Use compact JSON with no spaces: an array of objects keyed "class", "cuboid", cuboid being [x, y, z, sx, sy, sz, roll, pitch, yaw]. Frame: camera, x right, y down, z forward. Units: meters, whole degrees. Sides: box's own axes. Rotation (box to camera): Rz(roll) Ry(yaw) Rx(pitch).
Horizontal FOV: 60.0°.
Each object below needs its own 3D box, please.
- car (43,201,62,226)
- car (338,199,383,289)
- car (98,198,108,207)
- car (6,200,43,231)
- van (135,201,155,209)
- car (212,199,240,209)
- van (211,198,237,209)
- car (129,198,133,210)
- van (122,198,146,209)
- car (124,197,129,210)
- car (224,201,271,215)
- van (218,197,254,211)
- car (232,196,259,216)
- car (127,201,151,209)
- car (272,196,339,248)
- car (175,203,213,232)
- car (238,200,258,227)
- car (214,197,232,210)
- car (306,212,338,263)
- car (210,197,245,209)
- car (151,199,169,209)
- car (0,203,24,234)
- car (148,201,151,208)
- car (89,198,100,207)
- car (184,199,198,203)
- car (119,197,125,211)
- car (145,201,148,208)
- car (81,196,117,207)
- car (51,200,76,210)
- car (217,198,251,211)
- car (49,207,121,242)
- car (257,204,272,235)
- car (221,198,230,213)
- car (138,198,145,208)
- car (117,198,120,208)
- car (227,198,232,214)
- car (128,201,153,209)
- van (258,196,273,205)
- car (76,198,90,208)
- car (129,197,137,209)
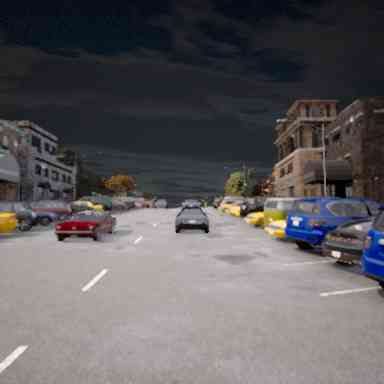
[{"class":"car","cuboid":[-11.533,1.592,22.489,4.674,1.452,2.002,-1,-1,-20]},{"class":"car","cuboid":[6.380,1.268,7.268,5.566,2.045,2.435,1,0,-20]},{"class":"car","cuboid":[-11.757,1.670,34.156,5.366,1.575,1.946,-1,0,-20]},{"class":"car","cuboid":[-11.481,1.411,19.557,4.553,1.767,2.185,-1,0,-20]},{"class":"van","cuboid":[-11.531,3.169,81.052,4.442,1.987,1.878,1,-4,-19]},{"class":"car","cuboid":[6.282,2.180,61.170,4.553,1.767,2.185,1,-2,-20]},{"class":"van","cuboid":[6.153,2.181,64.115,4.442,1.987,1.878,1,-3,-20]},{"class":"car","cuboid":[-11.570,1.987,48.900,4.792,1.488,2.163,0,-2,-20]},{"class":"van","cuboid":[-11.651,2.283,66.442,4.442,1.987,1.878,0,-2,-20]},{"class":"car","cuboid":[-11.570,1.761,45.961,4.553,1.767,2.185,0,-1,-20]},{"class":"car","cuboid":[6.195,1.756,37.206,4.792,1.488,2.163,1,-1,-20]},{"class":"van","cuboid":[6.108,1.667,46.157,4.442,1.987,1.878,1,-1,-20]},{"class":"car","cuboid":[6.295,1.336,25.267,5.566,2.045,2.435,1,-1,-20]},{"class":"car","cuboid":[-11.504,2.804,72.322,4.892,1.521,2.231,0,-3,-20]},{"class":"car","cuboid":[6.376,1.285,13.286,5.566,2.045,2.435,1,0,-20]},{"class":"car","cuboid":[0.001,1.628,20.568,1.994,1.385,4.181,0,0,0]},{"class":"car","cuboid":[6.110,1.562,22.196,5.366,1.575,1.946,1,0,-20]},{"class":"car","cuboid":[6.042,1.827,43.137,5.366,1.575,1.946,1,-1,-20]},{"class":"car","cuboid":[6.354,1.529,10.270,4.892,1.521,2.231,1,0,-20]},{"class":"car","cuboid":[6.219,1.959,58.155,5.566,2.045,2.435,1,-2,-20]},{"class":"car","cuboid":[-5.218,2.050,57.105,2.097,1.767,4.553,0,-2,1]},{"class":"car","cuboid":[-11.482,1.525,16.614,5.008,1.535,2.097,-1,0,-20]},{"class":"car","cuboid":[-11.526,2.646,69.400,5.008,1.535,2.097,0,-3,-20]},{"class":"car","cuboid":[-11.580,1.634,31.284,5.008,1.535,2.097,-1,-1,-20]},{"class":"car","cuboid":[-0.072,1.593,37.681,2.097,1.767,4.553,0,-1,0]},{"class":"car","cuboid":[-11.593,1.827,43.020,4.892,1.521,2.231,0,-1,-20]},{"class":"car","cuboid":[-11.526,2.421,63.554,4.792,1.488,2.163,0,-2,-20]},{"class":"car","cuboid":[-11.621,1.467,37.141,5.566,2.045,2.435,-1,-1,-20]},{"class":"car","cuboid":[-11.518,1.448,25.423,4.553,1.767,2.185,-1,0,-20]},{"class":"car","cuboid":[6.187,1.840,49.186,4.553,1.767,2.185,1,-2,-20]},{"class":"car","cuboid":[-5.169,1.652,16.776,1.895,1.301,4.718,0,0,0]},{"class":"car","cuboid":[6.153,1.539,16.203,5.366,1.575,1.946,1,0,-20]},{"class":"car","cuboid":[6.057,1.675,34.165,5.366,1.575,1.946,1,-1,-20]},{"class":"car","cuboid":[-11.571,2.331,60.621,4.674,1.452,2.002,0,-2,-20]},{"class":"car","cuboid":[-11.591,1.768,40.082,4.892,1.521,2.231,-1,-1,-20]},{"class":"car","cuboid":[6.413,1.644,31.301,5.366,1.575,1.946,1,-1,-20]},{"class":"car","cuboid":[-11.647,2.976,75.174,5.366,1.575,1.946,0,-4,-20]},{"class":"van","cuboid":[6.416,1.330,19.309,4.442,1.987,1.878,1,-1,-20]},{"class":"car","cuboid":[-11.554,1.599,28.352,5.008,1.535,2.097,-1,0,-20]},{"class":"car","cuboid":[-11.600,2.031,51.817,5.008,1.535,2.097,0,-2,-20]}]
